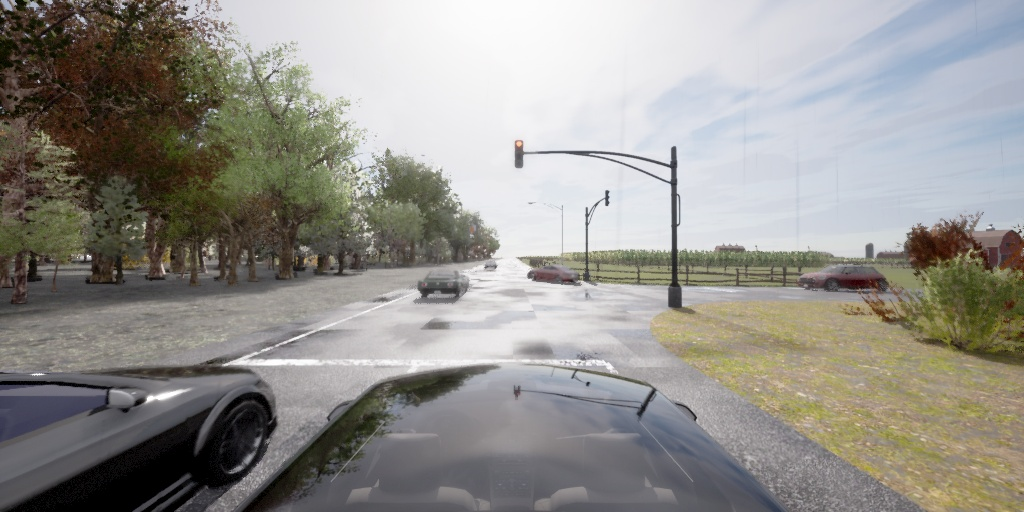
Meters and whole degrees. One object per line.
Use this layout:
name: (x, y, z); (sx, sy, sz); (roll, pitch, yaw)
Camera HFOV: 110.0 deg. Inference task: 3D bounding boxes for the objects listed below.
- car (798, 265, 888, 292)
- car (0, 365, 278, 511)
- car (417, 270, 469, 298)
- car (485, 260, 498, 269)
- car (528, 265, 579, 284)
car: (21.469, 1.391, 23.441); (4.553, 1.767, 2.097); (1, -1, 0)
car: (-3.400, 1.314, 1.968); (1.994, 1.385, 4.181); (0, 0, 0)
car: (-3.381, 1.355, 18.570); (1.895, 1.301, 4.718); (0, 0, 0)
car: (-3.342, 1.354, 57.990); (1.895, 1.301, 4.718); (0, 0, 0)
car: (3.224, 1.367, 28.294); (1.994, 1.385, 4.181); (0, 2, -43)
